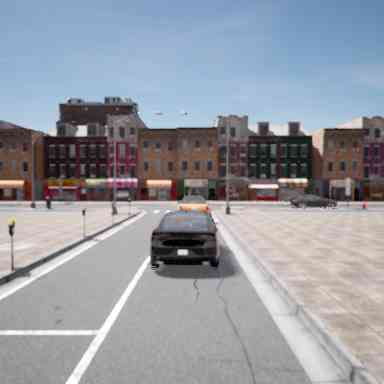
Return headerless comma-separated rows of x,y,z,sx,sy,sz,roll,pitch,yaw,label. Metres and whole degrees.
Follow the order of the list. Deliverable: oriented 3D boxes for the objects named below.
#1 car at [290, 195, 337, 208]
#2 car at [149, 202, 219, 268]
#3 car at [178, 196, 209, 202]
12.557,1.009,34.537,4.674,1.442,1.812,0,1,1,car
-0.141,1.306,10.714,1.882,1.535,5.008,0,1,2,car
0.107,1.008,21.762,2.097,1.767,4.553,0,1,0,car
